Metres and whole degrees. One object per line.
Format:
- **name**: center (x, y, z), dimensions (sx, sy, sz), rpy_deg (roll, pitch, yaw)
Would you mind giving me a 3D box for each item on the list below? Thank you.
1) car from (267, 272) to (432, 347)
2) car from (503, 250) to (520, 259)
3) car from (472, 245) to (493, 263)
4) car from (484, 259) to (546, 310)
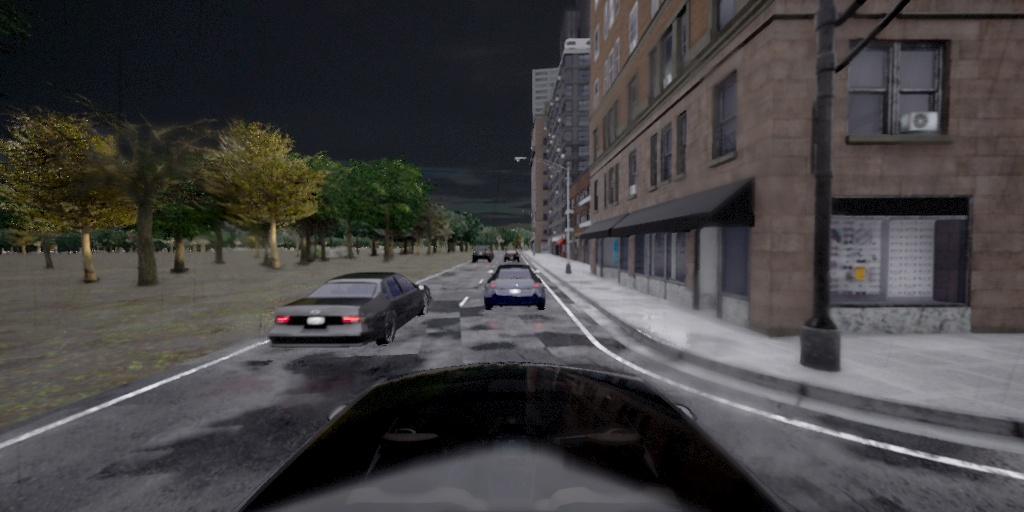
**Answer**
- **car**: center (-3.409, 1.099, 8.741), dimensions (2.033, 1.411, 5.357), rpy_deg (0, 2, 0)
- **car**: center (-0.034, -0.039, 43.160), dimensions (1.882, 1.535, 5.008), rpy_deg (0, 2, 0)
- **car**: center (-3.535, -0.284, 43.178), dimensions (2.150, 2.045, 5.566), rpy_deg (0, 2, 0)
- **car**: center (0.088, 0.984, 12.862), dimensions (1.994, 1.385, 4.181), rpy_deg (0, 2, 0)
